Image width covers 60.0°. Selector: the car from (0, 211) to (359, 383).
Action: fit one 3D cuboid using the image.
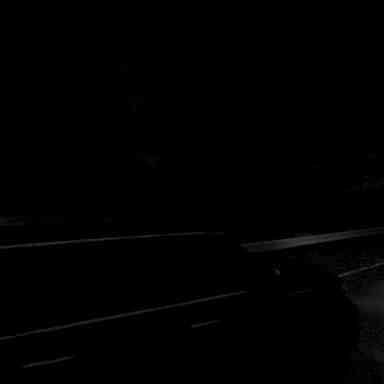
[{"bbox_3d":[-0.598,1.228,3.355,5.566,2.045,2.150,0,0,-36],"label":"car"}]
